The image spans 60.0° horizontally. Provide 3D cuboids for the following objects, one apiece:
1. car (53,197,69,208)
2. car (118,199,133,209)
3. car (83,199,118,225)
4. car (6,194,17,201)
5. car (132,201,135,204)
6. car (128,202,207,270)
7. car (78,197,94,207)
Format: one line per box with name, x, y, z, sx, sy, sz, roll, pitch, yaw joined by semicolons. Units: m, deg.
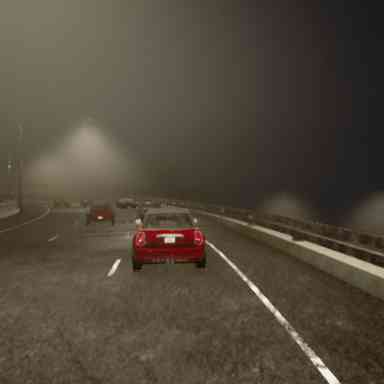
car;-18.432;1.417;46.782;1.812;1.442;4.674;0;0;-27
car;-8.331;1.477;41.423;1.895;1.301;4.718;0;0;-22
car;-6.375;1.460;23.531;1.812;1.442;4.674;0;0;-12
car;-42.888;1.358;78.648;4.892;1.490;1.837;0;0;41
car;-3.175;1.465;25.364;2.033;1.411;5.357;0;0;-13
car;-0.830;1.313;11.087;2.097;1.767;4.553;0;0;-6
car;-14.907;1.402;47.571;1.812;1.442;4.674;0;0;-26
